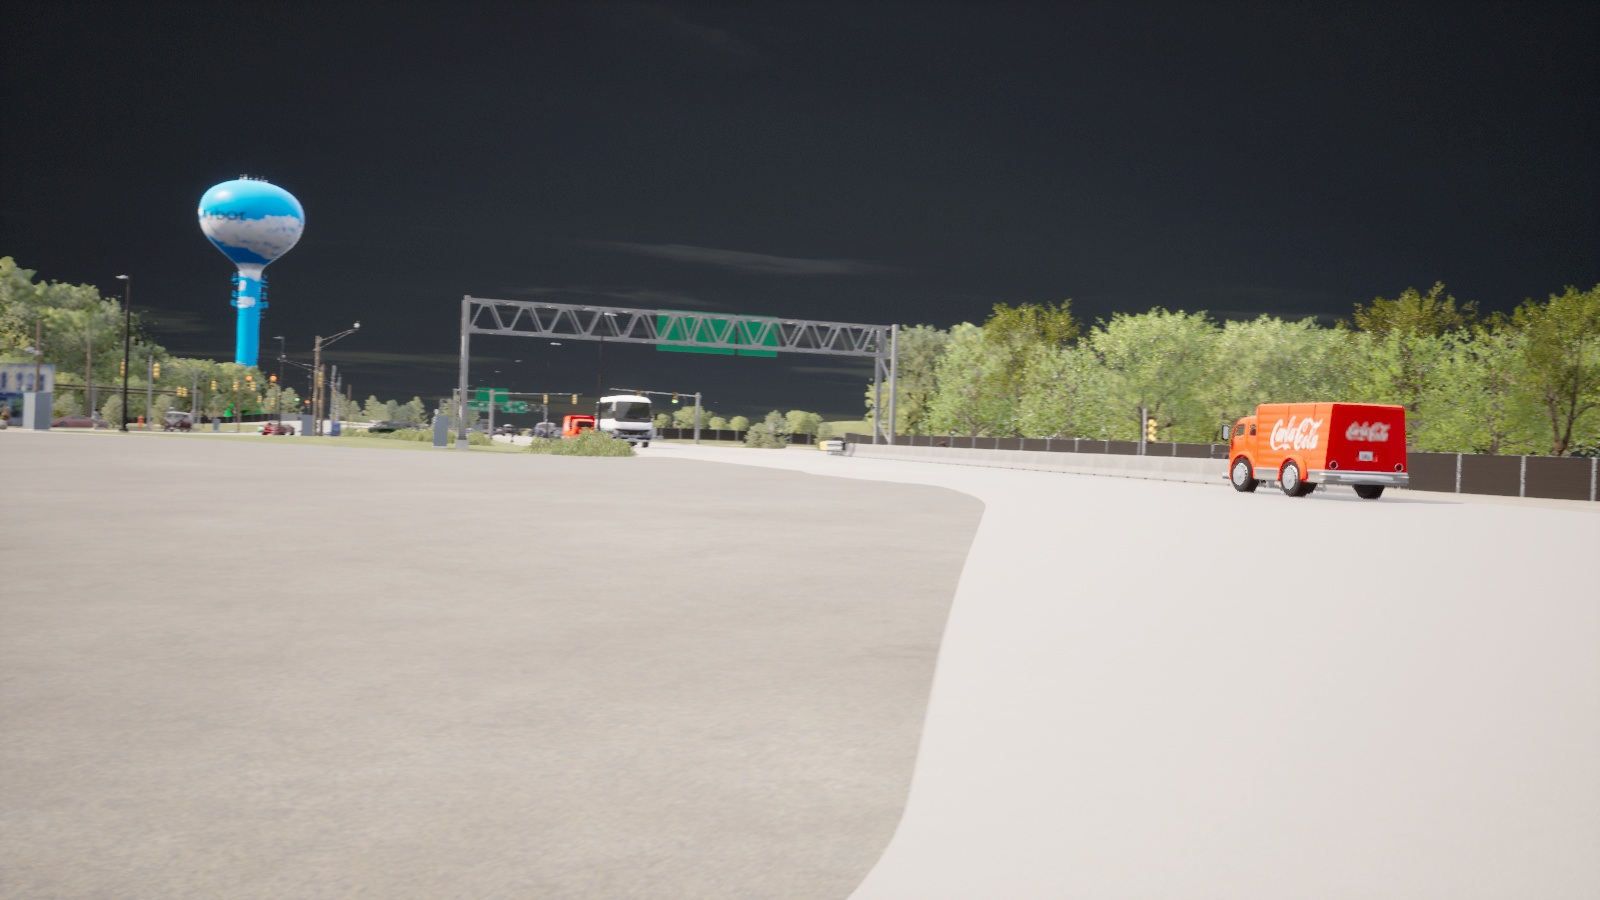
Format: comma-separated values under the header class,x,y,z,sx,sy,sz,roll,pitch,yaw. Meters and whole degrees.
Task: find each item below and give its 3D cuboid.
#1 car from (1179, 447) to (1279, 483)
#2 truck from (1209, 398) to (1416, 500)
class,x,y,z,sx,sy,sz,roll,pitch,yaw
car,21.151,0.741,62.032,2.007,1.525,4.514,2,1,-26
truck,13.597,-0.045,33.762,2.627,2.467,5.204,2,0,-11
